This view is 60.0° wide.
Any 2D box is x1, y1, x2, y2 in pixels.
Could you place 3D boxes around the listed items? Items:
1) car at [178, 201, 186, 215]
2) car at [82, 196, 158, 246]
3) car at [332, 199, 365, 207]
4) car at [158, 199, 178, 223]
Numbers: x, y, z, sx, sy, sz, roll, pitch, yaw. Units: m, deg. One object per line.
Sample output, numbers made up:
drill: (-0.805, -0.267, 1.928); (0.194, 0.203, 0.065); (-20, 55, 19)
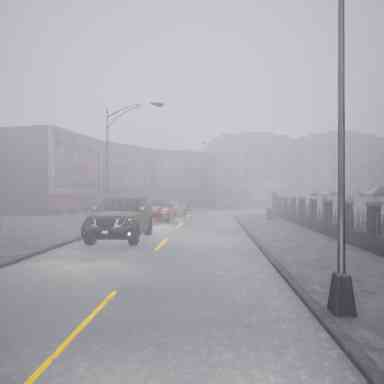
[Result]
car: (-1.852, 1.529, 31.607); (1.812, 1.442, 4.674); (0, 0, 15)
car: (-3.264, 1.223, 15.755); (2.150, 2.045, 5.566); (0, 0, 3)
car: (17.232, 1.494, 35.958); (4.902, 1.511, 2.128); (0, 0, 4)
car: (-2.559, 1.354, 25.525); (2.097, 1.767, 4.553); (0, 0, 4)
